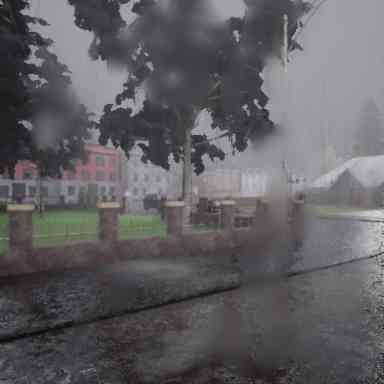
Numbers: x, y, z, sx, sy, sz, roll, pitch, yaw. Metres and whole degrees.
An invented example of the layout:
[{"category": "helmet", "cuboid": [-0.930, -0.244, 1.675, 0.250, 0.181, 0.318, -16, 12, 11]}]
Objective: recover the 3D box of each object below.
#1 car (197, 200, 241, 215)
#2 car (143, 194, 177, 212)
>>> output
[{"category": "car", "cuboid": [2.372, 1.478, 30.360, 1.882, 1.535, 5.008, 0, 0, -35]}, {"category": "car", "cuboid": [-3.790, 1.221, 39.080, 2.150, 2.045, 5.566, 0, 0, -35]}]
